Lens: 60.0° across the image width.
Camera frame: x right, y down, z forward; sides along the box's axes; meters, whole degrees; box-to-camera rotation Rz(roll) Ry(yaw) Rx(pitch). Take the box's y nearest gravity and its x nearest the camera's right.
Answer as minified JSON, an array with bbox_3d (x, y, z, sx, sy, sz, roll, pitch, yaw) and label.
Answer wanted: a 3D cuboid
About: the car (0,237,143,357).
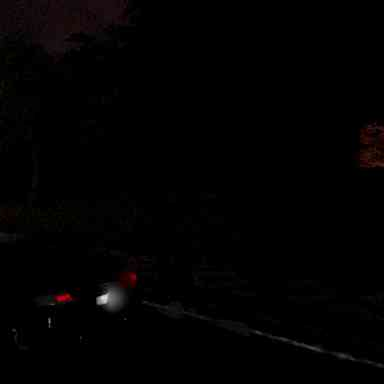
[{"bbox_3d":[-2.899,1.531,6.062,4.181,1.385,1.994,0,0,36],"label":"car"}]
